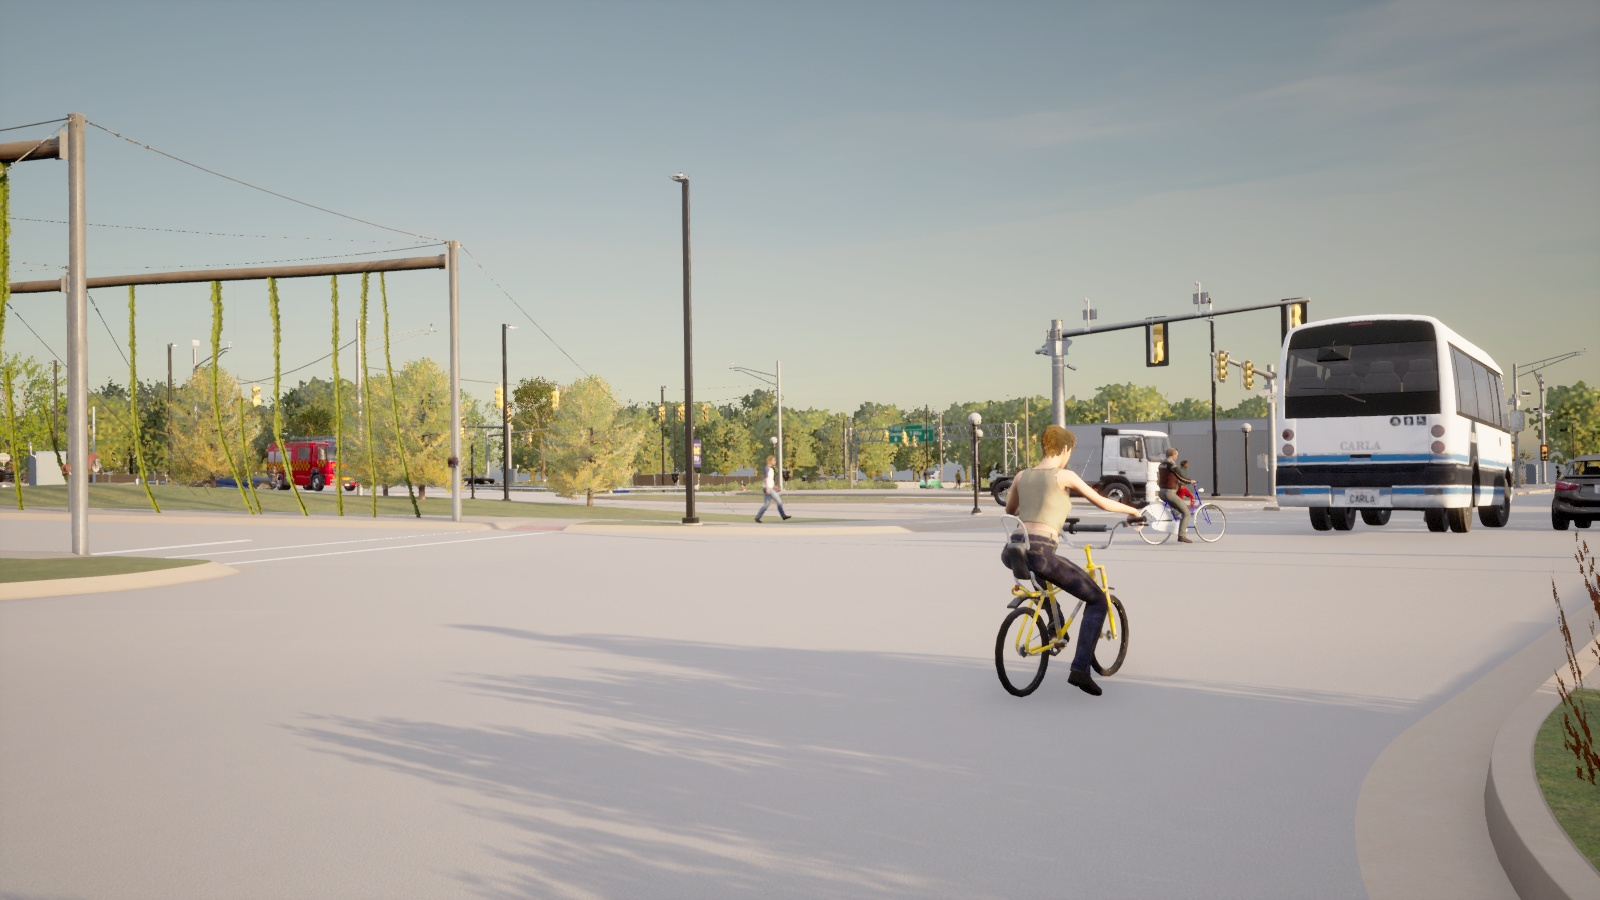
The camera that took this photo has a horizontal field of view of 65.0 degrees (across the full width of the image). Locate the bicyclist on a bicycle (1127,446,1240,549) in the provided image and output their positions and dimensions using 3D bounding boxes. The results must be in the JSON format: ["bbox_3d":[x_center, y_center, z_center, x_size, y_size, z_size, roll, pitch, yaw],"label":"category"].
[{"bbox_3d":[6.981,0.850,22.872,1.843,1.776,0.659,-1,-1,-15],"label":"bicyclist on a bicycle"}]

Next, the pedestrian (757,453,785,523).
[{"bbox_3d":[-0.772,1.006,33.427,0.706,1.836,0.354,-1,-1,2],"label":"pedestrian"}]

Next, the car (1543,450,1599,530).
[{"bbox_3d":[18.218,0.906,27.872,2.242,1.667,4.611,-1,-3,40],"label":"car"}]

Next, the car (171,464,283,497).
[{"bbox_3d":[-29.717,1.605,65.236,2.033,1.649,4.856,-1,-3,39],"label":"car"}]

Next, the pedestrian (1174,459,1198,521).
[{"bbox_3d":[11.607,1.201,37.768,0.614,1.847,0.353,-1,-1,26],"label":"pedestrian"}]

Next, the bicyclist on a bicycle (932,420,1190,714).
[{"bbox_3d":[1.636,0.655,7.755,0.866,1.612,1.509,-2,-1,44],"label":"bicyclist on a bicycle"}]

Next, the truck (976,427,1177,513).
[{"bbox_3d":[11.872,0.803,54.242,7.936,3.462,2.891,0,-1,35],"label":"truck"}]

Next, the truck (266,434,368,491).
[{"bbox_3d":[-34.155,0.910,88.672,8.468,3.827,2.891,0,-2,40],"label":"truck"}]

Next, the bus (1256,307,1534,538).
[{"bbox_3d":[13.803,-0.309,28.416,3.944,4.253,10.273,-1,-3,35],"label":"bus"}]
